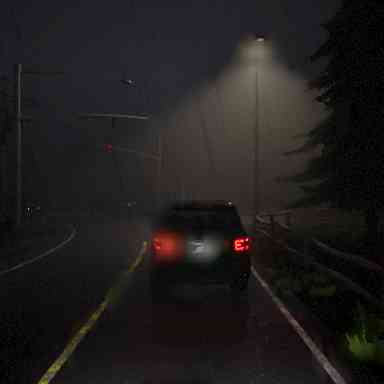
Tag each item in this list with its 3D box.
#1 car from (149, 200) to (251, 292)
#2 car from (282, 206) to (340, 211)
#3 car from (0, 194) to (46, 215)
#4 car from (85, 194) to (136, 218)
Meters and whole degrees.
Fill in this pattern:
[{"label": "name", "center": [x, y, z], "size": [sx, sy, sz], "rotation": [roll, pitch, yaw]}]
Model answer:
[{"label": "car", "center": [0.010, 1.221, 9.128], "size": [2.150, 2.045, 5.566], "rotation": [0, 0, -5]}, {"label": "car", "center": [10.718, 1.627, 30.204], "size": [4.718, 1.301, 1.895], "rotation": [0, 0, 0]}, {"label": "car", "center": [-17.568, 1.221, 34.203], "size": [5.566, 2.045, 2.150], "rotation": [0, 0, 30]}, {"label": "car", "center": [-7.498, 1.219, 30.530], "size": [5.566, 2.045, 2.150], "rotation": [0, 1, 40]}]
